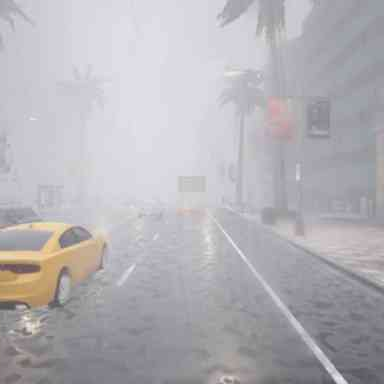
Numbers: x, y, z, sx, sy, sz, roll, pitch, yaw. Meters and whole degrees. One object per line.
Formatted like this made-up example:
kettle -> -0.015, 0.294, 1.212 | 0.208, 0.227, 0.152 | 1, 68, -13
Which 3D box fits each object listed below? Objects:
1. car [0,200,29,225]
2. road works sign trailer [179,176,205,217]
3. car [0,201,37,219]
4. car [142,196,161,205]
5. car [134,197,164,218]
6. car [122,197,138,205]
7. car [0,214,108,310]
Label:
car -> -13.584, 1.398, 22.996 | 2.231, 1.521, 4.892 | 0, 0, 0
road works sign trailer -> 0.003, 0.357, 29.636 | 2.380, 3.560, 2.880 | 0, 0, 0
car -> -7.098, 1.309, 11.889 | 2.097, 1.767, 4.553 | 0, 0, 0
car -> -6.479, 1.406, 54.029 | 1.895, 1.301, 4.718 | 0, 0, 7
car -> -3.411, 1.423, 28.340 | 1.812, 1.442, 4.674 | 0, 0, 0
car -> -9.908, 1.405, 54.405 | 1.895, 1.301, 4.718 | 0, 0, 8
car -> -3.401, 1.449, 7.865 | 1.882, 1.535, 5.008 | 0, 0, 0
